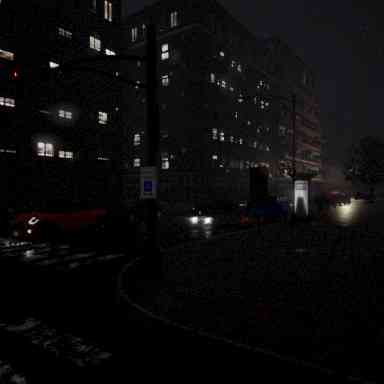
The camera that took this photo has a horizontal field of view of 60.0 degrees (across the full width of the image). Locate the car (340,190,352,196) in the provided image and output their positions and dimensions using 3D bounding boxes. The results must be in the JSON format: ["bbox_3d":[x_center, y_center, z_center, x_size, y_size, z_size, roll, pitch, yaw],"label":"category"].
[{"bbox_3d":[38.824,0.278,83.663,2.008,1.369,4.403,1,1,36],"label":"car"}]

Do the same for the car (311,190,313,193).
[{"bbox_3d":[14.966,0.869,45.897,1.812,1.442,4.674,0,1,36],"label":"car"}]

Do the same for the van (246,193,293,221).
[{"bbox_3d":[5.695,1.009,23.708,1.690,1.788,3.998,1,1,36],"label":"van"}]

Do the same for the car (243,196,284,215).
[{"bbox_3d":[6.369,1.127,29.087,1.812,1.442,4.674,0,1,36],"label":"car"}]

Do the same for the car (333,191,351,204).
[{"bbox_3d":[18.834,0.923,42.111,1.947,1.339,4.313,1,1,36],"label":"car"}]

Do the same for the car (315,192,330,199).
[{"bbox_3d":[25.699,0.621,65.284,1.802,1.307,4.206,1,1,36],"label":"car"}]

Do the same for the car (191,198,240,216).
[{"bbox_3d":[2.152,1.192,28.087,2.033,1.411,5.357,0,1,36],"label":"car"}]

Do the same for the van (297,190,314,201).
[{"bbox_3d":[19.137,0.536,56.090,1.690,1.788,3.998,1,1,36],"label":"van"}]

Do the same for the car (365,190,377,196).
[{"bbox_3d":[44.217,0.216,82.085,1.994,1.385,4.181,0,1,36],"label":"car"}]

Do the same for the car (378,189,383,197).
[{"bbox_3d":[41.827,0.356,74.307,1.887,1.381,4.507,1,1,36],"label":"car"}]

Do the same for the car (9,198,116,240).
[{"bbox_3d":[-6.323,1.197,16.219,2.097,1.767,4.553,0,1,36],"label":"car"}]

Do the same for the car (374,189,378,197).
[{"bbox_3d":[31.973,0.590,60.509,1.887,1.381,4.507,1,1,36],"label":"car"}]

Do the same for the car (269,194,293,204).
[{"bbox_3d":[12.574,0.933,46.906,1.802,1.307,4.206,1,1,36],"label":"car"}]

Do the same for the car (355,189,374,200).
[{"bbox_3d":[28.688,0.564,55.907,1.967,1.590,4.097,1,1,36],"label":"car"}]

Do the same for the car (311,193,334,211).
[{"bbox_3d":[12.264,1.078,32.912,1.947,1.339,4.313,1,1,36],"label":"car"}]

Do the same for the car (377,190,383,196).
[{"bbox_3d":[45.111,0.315,78.907,1.802,1.307,4.206,1,1,36],"label":"car"}]

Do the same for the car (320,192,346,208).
[{"bbox_3d":[15.549,0.979,37.511,1.887,1.381,4.507,1,1,36],"label":"car"}]

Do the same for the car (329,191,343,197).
[{"bbox_3d":[32.262,0.428,74.473,1.887,1.381,4.507,1,1,36],"label":"car"}]

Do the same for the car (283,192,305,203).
[{"bbox_3d":[15.757,0.801,51.361,1.752,1.417,4.829,1,1,36],"label":"car"}]

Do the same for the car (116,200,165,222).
[{"bbox_3d":[-3.832,1.283,23.931,1.887,1.381,4.507,1,1,36],"label":"car"}]
